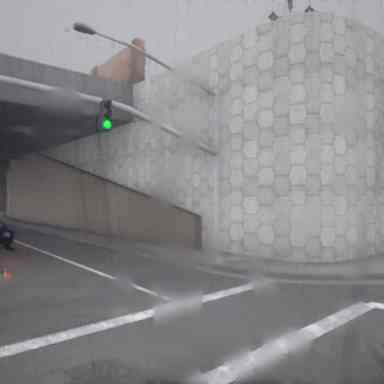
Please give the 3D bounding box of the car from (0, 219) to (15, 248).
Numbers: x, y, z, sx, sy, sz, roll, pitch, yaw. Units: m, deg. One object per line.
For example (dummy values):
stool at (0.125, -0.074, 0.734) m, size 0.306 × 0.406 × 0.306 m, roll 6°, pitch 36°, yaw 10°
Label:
car at (-9.789, 1.857, 15.372) m, size 1.895 × 1.301 × 4.718 m, roll 1°, pitch -1°, yaw -41°
